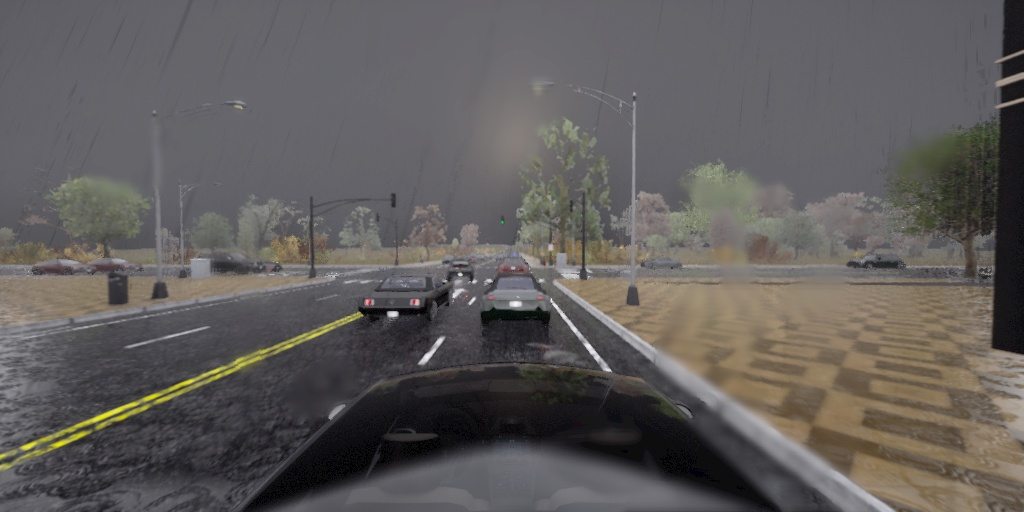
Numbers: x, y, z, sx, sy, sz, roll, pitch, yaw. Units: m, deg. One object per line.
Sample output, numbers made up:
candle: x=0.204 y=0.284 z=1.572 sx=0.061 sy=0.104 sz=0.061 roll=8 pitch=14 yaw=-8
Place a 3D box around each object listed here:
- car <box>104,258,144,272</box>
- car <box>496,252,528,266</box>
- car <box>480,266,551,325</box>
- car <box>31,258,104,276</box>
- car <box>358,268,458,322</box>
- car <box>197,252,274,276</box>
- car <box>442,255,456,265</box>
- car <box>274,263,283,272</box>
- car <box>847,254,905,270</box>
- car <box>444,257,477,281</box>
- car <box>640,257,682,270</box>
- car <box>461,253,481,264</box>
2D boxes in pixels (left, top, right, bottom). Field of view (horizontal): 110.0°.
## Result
car: x=-39.165 y=0.927 z=35.344 sx=4.674 sy=1.442 sz=1.812 roll=0 pitch=2 yaw=3
car: x=0.084 y=0.852 z=25.936 sx=2.097 sy=1.767 sz=4.553 roll=0 pitch=-1 yaw=0
car: x=0.098 y=1.197 z=11.333 sx=1.994 sy=1.385 sz=4.181 roll=0 pitch=1 yaw=0
car: x=-40.134 y=1.016 z=32.134 sx=4.674 sy=1.442 sz=1.812 roll=0 pitch=2 yaw=3
car: x=-3.152 y=1.229 z=11.724 sx=1.895 sy=1.301 sz=4.718 roll=0 pitch=1 yaw=0
car: x=-24.591 y=0.705 z=31.433 sx=5.566 sy=2.045 sz=2.150 roll=0 pitch=2 yaw=3
car: x=-9.688 y=0.578 z=56.166 sx=1.837 sy=1.490 sz=4.892 roll=0 pitch=0 yaw=1
car: x=-24.612 y=0.959 z=34.698 sx=4.181 sy=1.385 sz=1.994 roll=0 pitch=2 yaw=3
car: x=38.379 y=0.539 z=37.933 sx=4.553 sy=1.767 sz=2.097 roll=0 pitch=2 yaw=3
car: x=-3.787 y=1.003 z=26.113 sx=1.837 sy=1.490 sz=4.892 roll=1 pitch=-1 yaw=-9
car: x=16.188 y=0.763 z=39.002 sx=4.181 sy=1.385 sz=1.994 roll=0 pitch=2 yaw=3
car: x=-6.442 y=0.677 z=55.887 sx=1.895 sy=1.301 sz=4.718 roll=0 pitch=1 yaw=2
